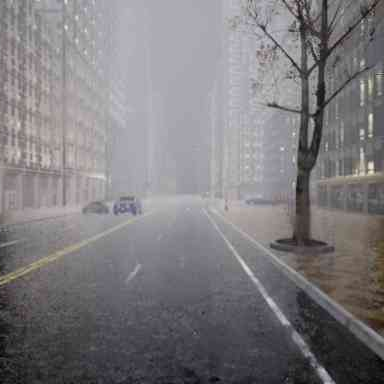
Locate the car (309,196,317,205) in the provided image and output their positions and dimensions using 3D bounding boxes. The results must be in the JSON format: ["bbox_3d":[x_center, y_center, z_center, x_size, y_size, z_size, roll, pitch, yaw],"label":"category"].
[{"bbox_3d":[21.535,1.621,59.080,5.009,1.841,2.192,0,0,3],"label":"car"}]

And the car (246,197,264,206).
[{"bbox_3d":[12.579,1.745,62.136,5.008,1.535,1.882,0,0,3],"label":"car"}]

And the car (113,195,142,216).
[{"bbox_3d":[-6.596,1.329,34.587,2.150,2.045,5.566,0,-1,0],"label":"car"}]

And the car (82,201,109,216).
[{"bbox_3d":[-9.845,1.629,34.418,1.812,1.442,4.674,0,0,0],"label":"car"}]

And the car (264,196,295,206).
[{"bbox_3d":[15.980,1.612,59.276,5.009,1.841,2.192,0,0,3],"label":"car"}]
